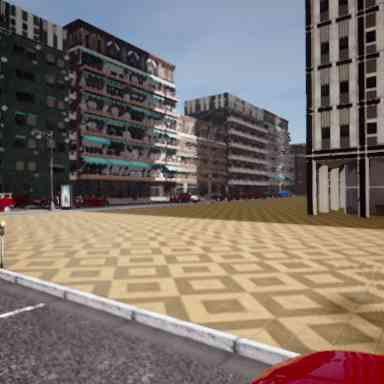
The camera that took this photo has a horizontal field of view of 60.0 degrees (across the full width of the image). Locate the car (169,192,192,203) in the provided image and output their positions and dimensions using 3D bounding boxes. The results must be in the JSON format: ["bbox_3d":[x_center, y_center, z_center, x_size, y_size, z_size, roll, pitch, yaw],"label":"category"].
[{"bbox_3d":[-1.731,0.907,51.582,1.967,1.590,4.097,0,0,36],"label":"car"}]

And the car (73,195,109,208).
[{"bbox_3d":[-11.457,1.031,38.152,1.967,1.590,4.097,0,0,36],"label":"car"}]

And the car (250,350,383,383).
[{"bbox_3d":[2.284,1.550,1.362,4.507,1.381,1.887,0,-1,36],"label":"car"}]

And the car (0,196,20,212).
[{"bbox_3d":[-17.941,1.257,29.199,1.802,1.307,4.206,0,0,36],"label":"car"}]

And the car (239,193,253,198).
[{"bbox_3d":[14.179,0.844,87.837,1.947,1.339,4.313,0,0,36],"label":"car"}]

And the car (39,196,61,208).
[{"bbox_3d":[-15.873,1.191,41.938,2.033,1.411,5.357,-1,0,36],"label":"car"}]

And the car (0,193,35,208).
[{"bbox_3d":[-21.487,1.031,38.592,2.192,1.841,5.009,0,0,36],"label":"car"}]

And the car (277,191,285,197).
[{"bbox_3d":[20.965,0.778,82.920,1.802,1.307,4.206,0,0,36],"label":"car"}]

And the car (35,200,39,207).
[{"bbox_3d":[-18.243,1.218,43.070,1.887,1.381,4.507,0,0,36],"label":"car"}]

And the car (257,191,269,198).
[{"bbox_3d":[14.479,0.586,73.966,2.192,1.841,5.009,0,0,36],"label":"car"}]

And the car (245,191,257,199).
[{"bbox_3d":[11.239,0.891,69.490,1.802,1.307,4.206,0,0,36],"label":"car"}]

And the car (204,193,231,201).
[{"bbox_3d":[4.754,0.938,60.536,2.008,1.369,4.403,0,0,36],"label":"car"}]

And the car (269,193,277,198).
[{"bbox_3d":[17.723,0.784,78.443,2.008,1.369,4.403,0,0,36],"label":"car"}]

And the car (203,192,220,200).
[{"bbox_3d":[4.451,0.832,74.406,1.967,1.590,4.097,0,0,36],"label":"car"}]

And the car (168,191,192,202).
[{"bbox_3d":[-2.156,0.822,60.729,2.097,1.767,4.553,-1,0,36],"label":"car"}]

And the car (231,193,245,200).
[{"bbox_3d":[7.996,0.893,65.013,1.887,1.381,4.507,0,0,36],"label":"car"}]

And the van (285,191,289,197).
[{"bbox_3d":[24.206,0.500,87.396,1.690,1.788,3.998,0,0,36],"label":"van"}]
